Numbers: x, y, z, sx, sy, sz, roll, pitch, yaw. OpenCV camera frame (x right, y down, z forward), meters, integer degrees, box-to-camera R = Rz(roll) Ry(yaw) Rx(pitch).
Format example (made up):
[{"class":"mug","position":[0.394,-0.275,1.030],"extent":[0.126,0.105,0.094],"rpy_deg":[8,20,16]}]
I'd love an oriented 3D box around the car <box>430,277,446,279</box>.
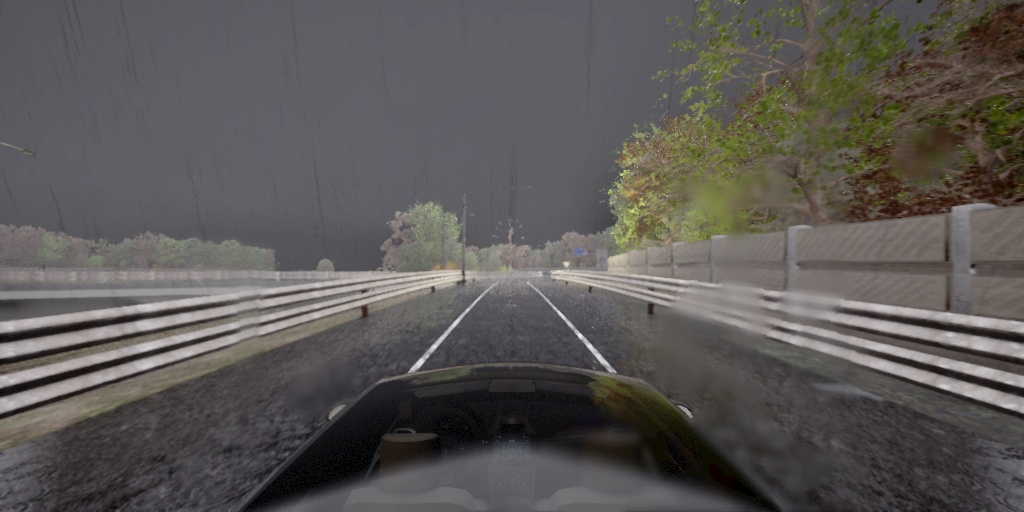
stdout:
[{"class":"car","position":[-9.009,2.715,48.558],"extent":[1.994,1.385,4.181],"rpy_deg":[-2,-3,43]}]

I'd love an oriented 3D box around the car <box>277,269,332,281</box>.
[{"class":"car","position":[-21.292,2.119,37.004],"extent":[4.902,1.511,2.128],"rpy_deg":[2,-3,-40]}]
